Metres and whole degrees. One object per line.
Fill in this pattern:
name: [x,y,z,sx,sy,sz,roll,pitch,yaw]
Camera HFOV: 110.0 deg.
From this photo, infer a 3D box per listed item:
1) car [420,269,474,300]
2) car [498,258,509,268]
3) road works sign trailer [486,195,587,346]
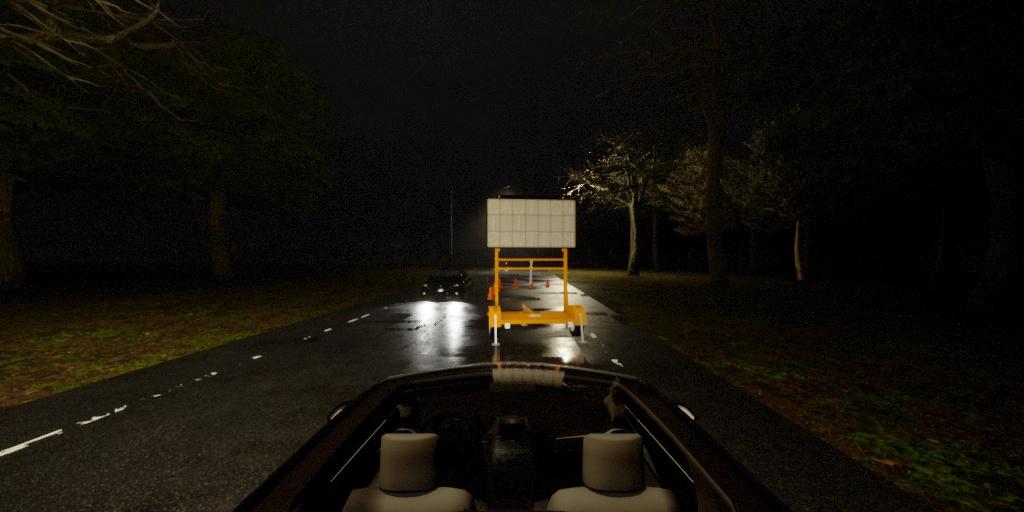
car: [-3.045,1.311,17.565,1.994,1.385,4.181,0,0,2]
car: [-1.639,1.159,60.385,2.097,1.767,4.553,0,0,2]
road works sign trailer: [0.490,0.211,9.520,2.380,3.560,2.880,0,0,-6]
